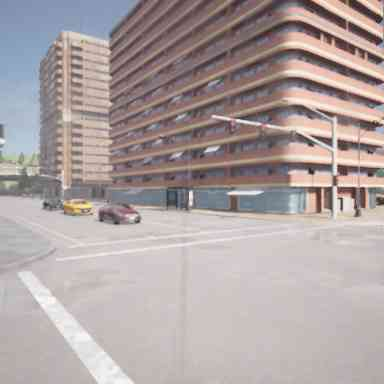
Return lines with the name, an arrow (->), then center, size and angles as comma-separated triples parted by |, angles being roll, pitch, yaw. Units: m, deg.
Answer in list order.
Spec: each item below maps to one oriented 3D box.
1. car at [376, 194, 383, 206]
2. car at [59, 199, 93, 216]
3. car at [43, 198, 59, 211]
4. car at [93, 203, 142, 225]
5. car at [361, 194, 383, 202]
car -> 28.573, 1.303, 48.187 | 2.128, 1.511, 4.902 | 0, 0, -1
car -> -11.184, 1.465, 32.612 | 1.882, 1.535, 5.008 | 0, 0, -35
car -> -16.972, 1.482, 40.873 | 1.837, 1.490, 4.892 | 0, 0, -35
car -> -5.395, 1.523, 24.401 | 1.812, 1.442, 4.674 | 0, 0, -36
car -> 35.562, 1.148, 64.428 | 1.882, 1.535, 5.008 | 0, 0, -26
